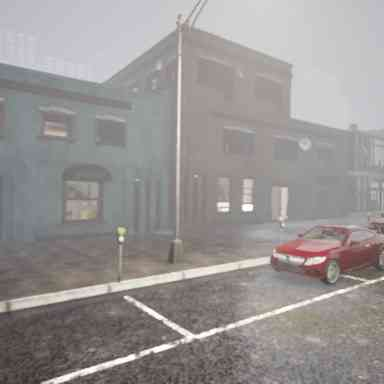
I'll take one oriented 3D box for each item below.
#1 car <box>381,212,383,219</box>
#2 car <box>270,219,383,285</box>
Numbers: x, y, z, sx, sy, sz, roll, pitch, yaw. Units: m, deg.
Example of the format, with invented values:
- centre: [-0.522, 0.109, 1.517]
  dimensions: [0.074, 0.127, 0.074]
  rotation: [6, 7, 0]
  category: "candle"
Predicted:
- centre: [8.717, 1.315, 12.750]
  dimensions: [5.009, 1.841, 2.192]
  rotation: [0, 1, -36]
  category: "car"
- centre: [4.074, 1.582, 9.466]
  dimensions: [4.206, 1.307, 1.802]
  rotation: [0, 1, -36]
  category: "car"
